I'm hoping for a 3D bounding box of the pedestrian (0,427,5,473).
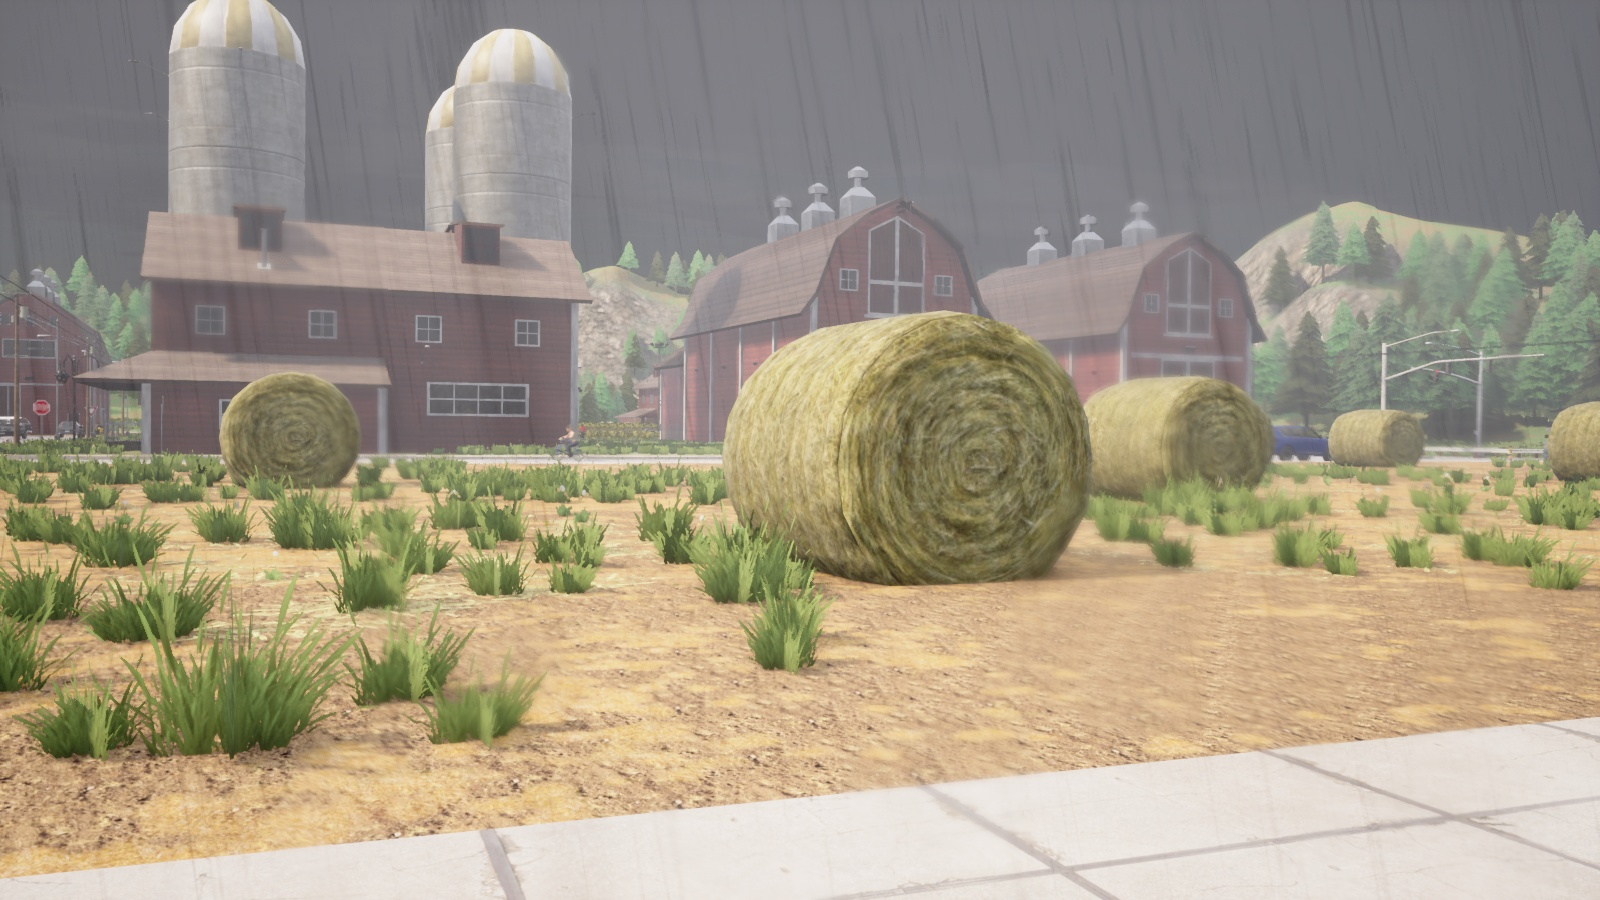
[{"bbox_3d":[-32.437,-0.004,50.577,0.614,1.847,0.353,-1,1,-26],"label":"pedestrian"}]

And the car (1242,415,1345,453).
[{"bbox_3d":[27.739,-0.922,70.534,5.566,2.045,2.150,-1,1,-25],"label":"car"}]
